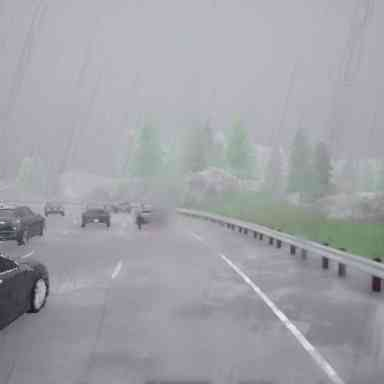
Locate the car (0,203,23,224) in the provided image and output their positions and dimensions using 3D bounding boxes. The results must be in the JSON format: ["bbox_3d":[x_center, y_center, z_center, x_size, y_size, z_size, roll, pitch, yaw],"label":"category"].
[{"bbox_3d":[-15.285,1.682,27.374,1.812,1.442,4.674,0,0,-19],"label":"car"}]

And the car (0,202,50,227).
[{"bbox_3d":[-8.595,1.443,15.986,2.097,1.767,4.553,0,0,-10],"label":"car"}]

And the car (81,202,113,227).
[{"bbox_3d":[-6.965,1.625,24.214,1.837,1.490,4.892,0,0,-15],"label":"car"}]

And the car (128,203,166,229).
[{"bbox_3d":[-3.002,1.595,22.897,2.128,1.511,4.902,0,0,-14],"label":"car"}]

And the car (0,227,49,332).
[{"bbox_3d":[-3.712,1.534,4.791,1.837,1.490,4.892,0,-1,-3],"label":"car"}]

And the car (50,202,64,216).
[{"bbox_3d":[-14.270,1.731,34.326,2.033,1.411,5.357,0,0,-25],"label":"car"}]

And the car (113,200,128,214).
[{"bbox_3d":[-8.222,1.672,37.653,2.128,1.511,4.902,0,0,-24],"label":"car"}]
